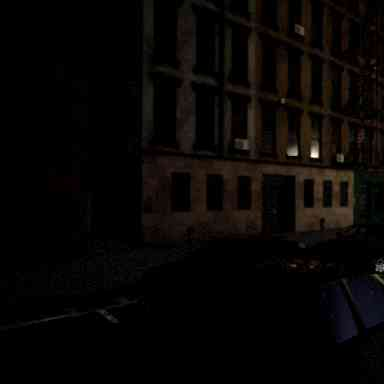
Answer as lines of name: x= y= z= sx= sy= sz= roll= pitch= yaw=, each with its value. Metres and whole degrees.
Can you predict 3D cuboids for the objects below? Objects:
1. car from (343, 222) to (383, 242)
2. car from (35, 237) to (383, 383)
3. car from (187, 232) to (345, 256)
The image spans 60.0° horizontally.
car: x=5.634 y=1.627 z=10.222 sx=4.507 sy=1.381 sz=1.887 roll=1 pitch=0 yaw=-36
car: x=1.111 y=1.572 z=3.870 sx=5.357 sy=1.411 sz=2.033 roll=1 pitch=0 yaw=-36
car: x=1.017 y=1.605 z=6.918 sx=4.313 sy=1.339 sz=1.947 roll=1 pitch=0 yaw=-36
